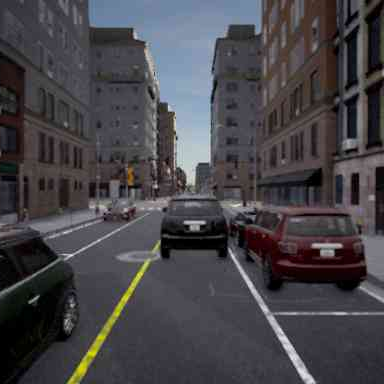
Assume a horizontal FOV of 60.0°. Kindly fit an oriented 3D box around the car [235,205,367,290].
[{"bbox_3d":[2.636,1.255,8.869,2.192,1.841,5.009,0,0,0],"label":"car"}]

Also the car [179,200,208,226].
[{"bbox_3d":[0.099,1.360,23.072,1.837,1.490,4.892,0,1,0],"label":"car"}]

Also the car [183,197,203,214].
[{"bbox_3d":[0.097,1.276,33.284,1.882,1.535,5.008,0,0,0],"label":"car"}]

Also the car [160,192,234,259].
[{"bbox_3d":[0.049,1.137,12.397,2.150,2.045,5.566,0,0,-1],"label":"car"}]

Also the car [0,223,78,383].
[{"bbox_3d":[-2.849,1.328,3.372,2.097,1.767,4.553,0,0,0],"label":"car"}]

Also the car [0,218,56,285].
[{"bbox_3d":[-5.387,1.522,8.873,1.802,1.307,4.206,0,0,0],"label":"car"}]

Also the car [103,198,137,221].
[{"bbox_3d":[-5.388,1.282,25.233,1.967,1.590,4.097,0,0,0],"label":"car"}]

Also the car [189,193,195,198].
[{"bbox_3d":[0.050,0.905,93.953,1.837,1.490,4.892,0,0,0],"label":"car"}]
